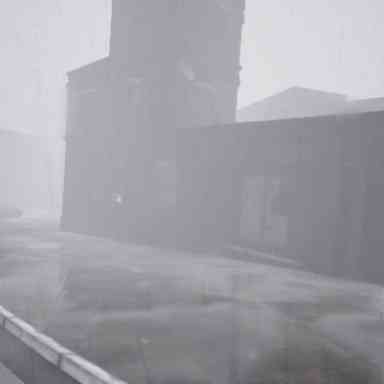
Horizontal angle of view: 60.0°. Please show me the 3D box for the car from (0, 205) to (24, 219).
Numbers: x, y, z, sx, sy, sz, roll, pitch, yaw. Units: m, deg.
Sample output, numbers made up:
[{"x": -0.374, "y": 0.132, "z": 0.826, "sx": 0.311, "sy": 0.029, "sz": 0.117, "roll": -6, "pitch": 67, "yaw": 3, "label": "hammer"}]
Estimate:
[{"x": -19.825, "y": 2.084, "z": 35.830, "sx": 1.994, "sy": 1.385, "sz": 4.181, "roll": 4, "pitch": -2, "yaw": -5, "label": "car"}]
